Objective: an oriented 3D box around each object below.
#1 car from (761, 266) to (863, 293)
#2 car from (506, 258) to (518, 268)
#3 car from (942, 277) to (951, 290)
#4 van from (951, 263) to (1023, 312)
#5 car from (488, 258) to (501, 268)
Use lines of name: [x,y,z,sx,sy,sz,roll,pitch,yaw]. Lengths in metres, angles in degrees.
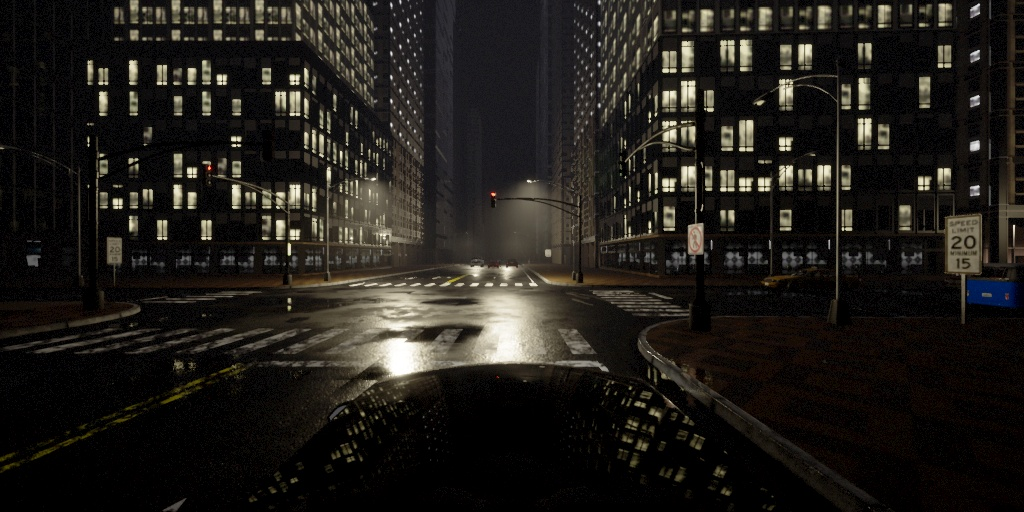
car: [17.089,1.293,20.574,4.829,1.417,1.751,0,0,2]
car: [0.005,1.212,63.546,2.097,1.767,4.553,0,0,0]
car: [26.923,1.356,20.089,4.207,1.307,1.802,0,0,2]
van: [18.359,1.119,12.402,3.998,1.789,1.690,0,0,2]
car: [-3.245,1.460,63.190,1.895,1.301,4.718,0,0,0]
